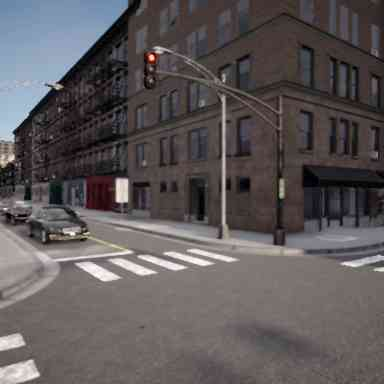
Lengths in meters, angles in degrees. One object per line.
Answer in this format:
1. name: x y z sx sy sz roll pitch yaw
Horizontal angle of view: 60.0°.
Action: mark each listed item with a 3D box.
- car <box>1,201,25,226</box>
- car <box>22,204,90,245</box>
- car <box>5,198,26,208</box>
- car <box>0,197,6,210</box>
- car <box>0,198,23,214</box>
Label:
1. car: -11.760 1.558 23.223 1.895 1.301 4.718 0 0 -36
2. car: -6.408 1.484 15.735 1.837 1.490 4.892 0 0 -37
3. car: -24.589 1.508 46.230 1.895 1.301 4.718 0 0 -36
4. car: -24.147 1.386 40.638 1.882 1.535 5.008 0 0 -35
5. car: -17.666 1.425 31.496 2.128 1.511 4.902 0 0 -35
